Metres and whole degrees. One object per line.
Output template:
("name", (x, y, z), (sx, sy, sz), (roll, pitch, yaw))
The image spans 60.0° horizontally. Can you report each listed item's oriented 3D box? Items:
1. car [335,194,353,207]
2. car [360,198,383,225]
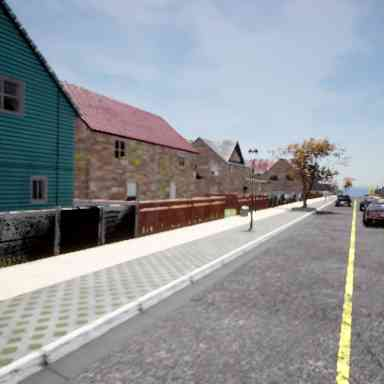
("car", (19.332, 1.084, 42.366), (1.837, 1.490, 4.892), (2, 1, 26))
("car", (12.128, 1.372, 21.475), (2.033, 1.411, 5.357), (2, 1, 26))
